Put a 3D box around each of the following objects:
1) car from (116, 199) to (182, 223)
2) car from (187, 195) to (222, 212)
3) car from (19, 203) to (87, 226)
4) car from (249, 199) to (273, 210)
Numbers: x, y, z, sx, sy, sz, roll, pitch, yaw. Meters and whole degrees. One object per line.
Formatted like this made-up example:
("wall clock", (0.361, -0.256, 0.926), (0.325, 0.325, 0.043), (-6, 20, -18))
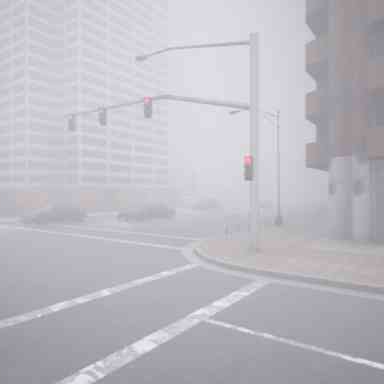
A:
("car", (-3.402, 1.551, 26.214), (2.033, 1.411, 5.357), (0, 0, 35))
("car", (1.855, 1.509, 39.723), (1.837, 1.490, 4.892), (0, 0, 35))
("car", (-9.650, 1.530, 23.528), (1.812, 1.442, 4.674), (0, 0, 36))
("car", (9.130, 1.568, 43.882), (1.994, 1.385, 4.181), (0, 0, 35))
